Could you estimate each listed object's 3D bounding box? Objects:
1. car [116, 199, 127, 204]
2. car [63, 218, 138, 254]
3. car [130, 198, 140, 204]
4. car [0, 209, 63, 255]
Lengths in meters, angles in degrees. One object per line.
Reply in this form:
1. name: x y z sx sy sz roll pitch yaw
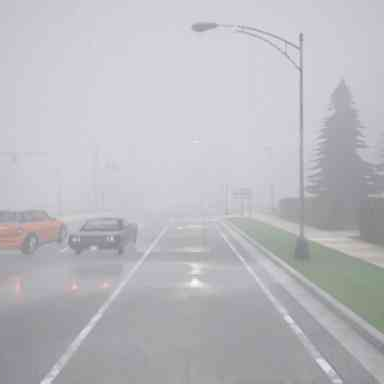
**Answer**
1. car: -17.723 2.367 83.774 1.895 1.301 4.718 0 -1 1
2. car: -3.501 1.732 14.100 1.895 1.301 4.718 0 0 0
3. car: -14.223 2.311 83.765 2.033 1.411 5.357 0 -1 1
4. car: -7.001 1.481 14.078 2.097 1.767 4.553 0 -1 0
